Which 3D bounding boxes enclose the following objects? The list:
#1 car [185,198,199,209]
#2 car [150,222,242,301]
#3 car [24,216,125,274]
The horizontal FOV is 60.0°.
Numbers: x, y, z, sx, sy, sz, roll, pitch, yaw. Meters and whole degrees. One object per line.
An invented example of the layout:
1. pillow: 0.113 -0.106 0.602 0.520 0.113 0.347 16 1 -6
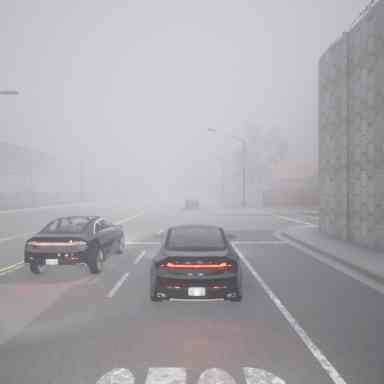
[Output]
1. car: -0.016 1.491 44.230 2.128 1.511 4.902 0 0 0
2. car: 0.079 1.505 8.277 1.837 1.490 4.892 0 0 0
3. car: -3.428 1.492 10.546 2.128 1.511 4.902 0 0 0
